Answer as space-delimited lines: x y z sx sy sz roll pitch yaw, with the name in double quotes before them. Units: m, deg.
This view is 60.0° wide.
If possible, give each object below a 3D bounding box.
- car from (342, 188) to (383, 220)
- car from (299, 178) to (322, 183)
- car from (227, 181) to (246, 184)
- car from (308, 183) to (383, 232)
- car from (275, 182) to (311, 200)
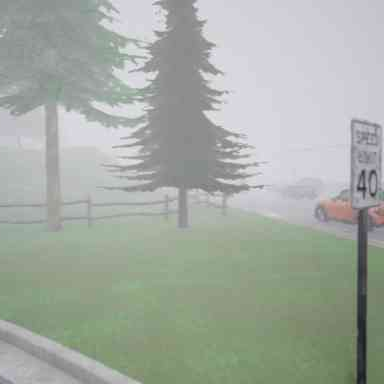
"car" 10.581 0.628 17.919 2.128 1.511 4.902 -1 2 -11
"car" 15.985 -0.851 46.173 2.150 2.045 5.566 -1 2 -11
"car" 5.660 -0.655 44.271 2.150 2.045 5.566 -1 2 -11
"car" 7.549 0.641 15.070 2.097 1.767 4.553 -1 2 -11
"car" 11.018 0.001 34.661 2.033 1.411 5.357 -1 2 -11
